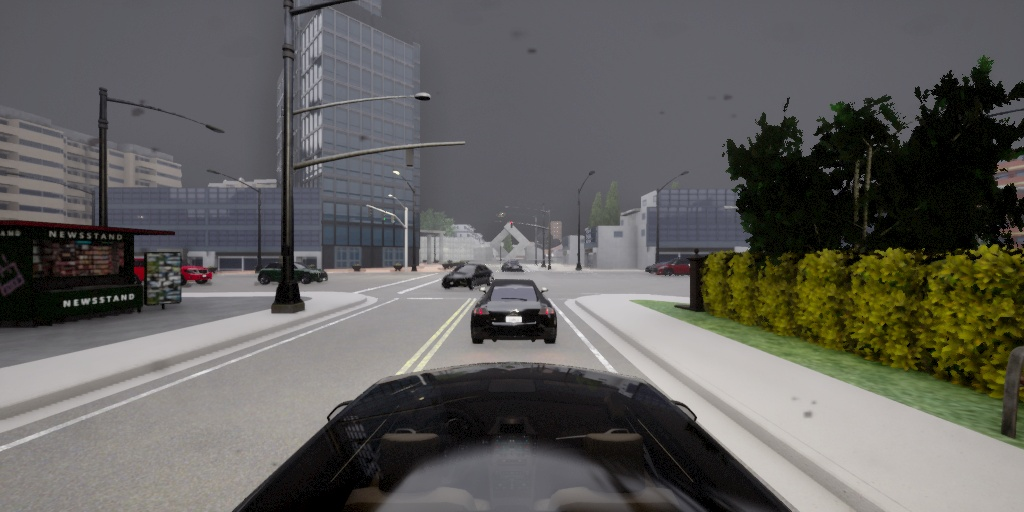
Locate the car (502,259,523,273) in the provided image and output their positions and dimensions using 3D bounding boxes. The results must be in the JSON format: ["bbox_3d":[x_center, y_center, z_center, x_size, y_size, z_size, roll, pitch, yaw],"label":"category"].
[{"bbox_3d":[0.022,1.317,44.906,1.994,1.385,4.181,0,0,-12],"label":"car"}]

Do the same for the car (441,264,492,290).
[{"bbox_3d":[-2.698,1.272,22.453,1.837,1.490,4.892,-2,0,17],"label":"car"}]

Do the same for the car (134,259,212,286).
[{"bbox_3d":[-26.016,1.190,27.075,5.566,2.045,2.150,-1,0,-1],"label":"car"}]

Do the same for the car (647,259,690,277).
[{"bbox_3d":[15.958,1.080,34.673,4.553,1.767,2.097,0,0,-3],"label":"car"}]

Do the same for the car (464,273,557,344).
[{"bbox_3d":[0.044,1.314,9.610,1.994,1.385,4.181,0,0,0],"label":"car"}]

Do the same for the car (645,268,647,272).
[{"bbox_3d":[16.490,1.284,38.298,4.181,1.385,1.994,0,0,-1],"label":"car"}]

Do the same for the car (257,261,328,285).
[{"bbox_3d":[-16.499,1.210,27.193,4.553,1.767,2.097,-1,0,-1],"label":"car"}]
